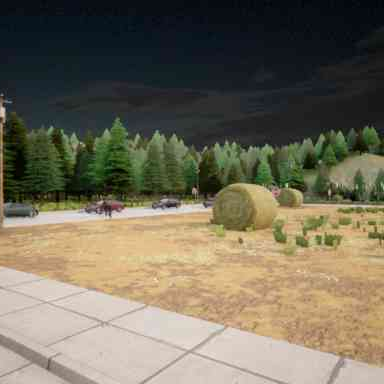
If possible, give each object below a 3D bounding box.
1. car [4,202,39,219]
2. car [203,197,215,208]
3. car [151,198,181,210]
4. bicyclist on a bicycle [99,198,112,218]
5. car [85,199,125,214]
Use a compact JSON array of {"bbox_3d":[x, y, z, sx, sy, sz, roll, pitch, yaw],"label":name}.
[{"bbox_3d":[-15.367,1.590,28.341,1.994,1.385,4.181,0,0,36],"label":"car"},{"bbox_3d":[3.501,1.518,47.782,2.128,1.511,4.902,0,0,37],"label":"car"},{"bbox_3d":[-3.373,1.552,44.560,1.812,1.442,4.674,0,0,37],"label":"car"},{"bbox_3d":[-7.034,1.327,27.028,1.656,1.620,0.582,0,0,36],"label":"bicyclist on a bicycle"},{"bbox_3d":[-9.454,1.552,36.333,1.812,1.442,4.674,0,0,36],"label":"car"}]
